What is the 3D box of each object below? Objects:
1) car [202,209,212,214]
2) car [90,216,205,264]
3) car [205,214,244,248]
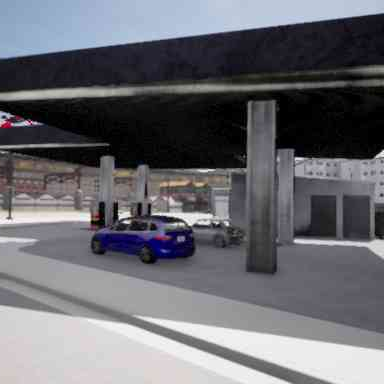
[{"bbox_3d":[4.812,4.580,77.411,4.902,1.511,2.128,1,-2,-2],"label":"car"},{"bbox_3d":[-2.099,1.781,13.468,4.611,1.667,2.242,-1,-3,39],"label":"car"},{"bbox_3d":[0.890,2.188,18.419,3.806,1.475,1.970,-1,-3,39],"label":"car"}]
